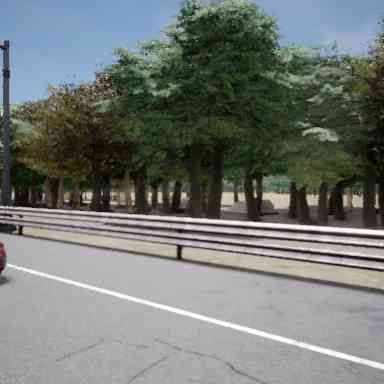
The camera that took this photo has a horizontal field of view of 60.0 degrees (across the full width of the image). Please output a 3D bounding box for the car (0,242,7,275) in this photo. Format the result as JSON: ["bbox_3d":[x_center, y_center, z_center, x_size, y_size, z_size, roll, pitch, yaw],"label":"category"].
[{"bbox_3d":[-6.627,1.463,8.712,4.674,1.442,1.812,0,0,36],"label":"car"}]
